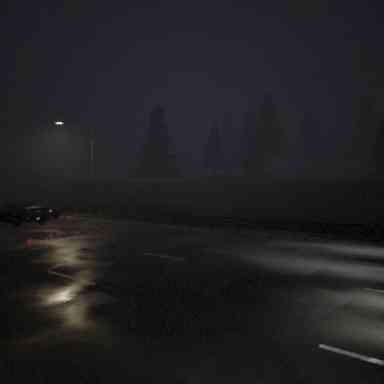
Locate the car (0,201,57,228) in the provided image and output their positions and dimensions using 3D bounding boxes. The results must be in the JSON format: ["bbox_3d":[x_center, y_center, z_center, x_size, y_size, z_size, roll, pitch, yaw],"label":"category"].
[{"bbox_3d":[-11.124,1.376,21.320,4.902,1.511,2.128,0,0,37],"label":"car"}]

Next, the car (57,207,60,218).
[{"bbox_3d":[-12.421,1.421,26.689,4.181,1.385,1.994,0,0,37],"label":"car"}]
